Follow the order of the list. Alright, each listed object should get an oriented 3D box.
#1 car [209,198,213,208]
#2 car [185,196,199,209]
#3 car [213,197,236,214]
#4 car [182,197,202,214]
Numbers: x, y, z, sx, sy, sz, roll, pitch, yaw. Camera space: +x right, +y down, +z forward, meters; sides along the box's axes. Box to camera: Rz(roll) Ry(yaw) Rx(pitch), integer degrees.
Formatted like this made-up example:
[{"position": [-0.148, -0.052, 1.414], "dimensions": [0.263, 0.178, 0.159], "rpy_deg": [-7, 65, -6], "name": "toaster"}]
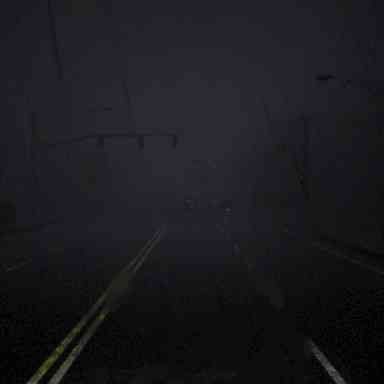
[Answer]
[{"position": [3.520, 1.455, 46.976], "dimensions": [1.812, 1.442, 4.674], "rpy_deg": [0, 0, 1], "name": "car"}, {"position": [0.018, 1.437, 46.887], "dimensions": [1.837, 1.490, 4.892], "rpy_deg": [0, 1, 1], "name": "car"}, {"position": [3.497, 1.454, 34.781], "dimensions": [1.837, 1.490, 4.892], "rpy_deg": [0, 0, 0], "name": "car"}, {"position": [-0.001, 1.511, 35.342], "dimensions": [1.994, 1.385, 4.181], "rpy_deg": [0, 0, 0], "name": "car"}]
